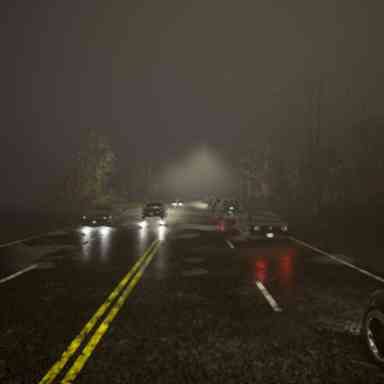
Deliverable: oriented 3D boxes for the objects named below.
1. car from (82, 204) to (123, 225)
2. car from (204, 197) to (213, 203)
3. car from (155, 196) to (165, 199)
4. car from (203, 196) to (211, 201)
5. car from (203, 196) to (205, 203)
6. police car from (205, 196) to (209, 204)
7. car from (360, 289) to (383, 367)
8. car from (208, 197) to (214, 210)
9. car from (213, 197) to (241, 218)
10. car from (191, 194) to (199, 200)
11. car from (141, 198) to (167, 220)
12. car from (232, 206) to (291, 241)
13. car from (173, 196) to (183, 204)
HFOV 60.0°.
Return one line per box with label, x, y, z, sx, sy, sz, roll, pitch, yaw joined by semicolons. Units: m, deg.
car;-6.501;1.621;24.824;2.033;1.411;5.357;0;0;0
car;3.604;1.699;74.286;1.895;1.301;4.718;0;0;1
car;-6.232;1.595;66.086;1.882;1.535;5.008;0;0;1
car;3.770;1.660;85.222;1.994;1.385;4.181;0;0;1
car;3.510;1.619;63.288;1.812;1.442;4.674;0;0;0
police car;3.461;1.513;52.399;1.930;1.638;5.238;0;0;0
car;3.376;1.542;3.008;1.994;1.385;4.181;1;0;0
car;3.430;1.495;41.294;2.033;1.649;4.856;1;0;0
car;3.368;1.414;30.270;2.097;1.767;4.553;0;-1;0
car;0.707;1.596;94.142;1.895;1.301;4.718;0;0;2
car;-3.242;1.574;28.949;1.837;1.490;4.892;-2;-1;0
car;3.431;1.628;16.937;1.895;1.301;4.718;0;0;-1
car;-2.948;1.633;69.393;2.128;1.511;4.902;0;0;1
